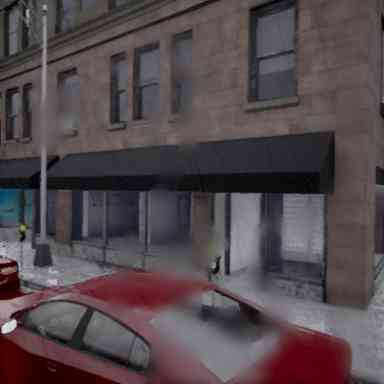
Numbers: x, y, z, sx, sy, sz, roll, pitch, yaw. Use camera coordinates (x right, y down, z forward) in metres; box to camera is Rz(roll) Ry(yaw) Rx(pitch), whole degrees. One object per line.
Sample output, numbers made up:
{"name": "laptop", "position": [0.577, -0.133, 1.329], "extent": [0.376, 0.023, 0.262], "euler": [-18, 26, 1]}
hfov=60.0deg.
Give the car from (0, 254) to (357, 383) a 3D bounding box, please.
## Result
{"name": "car", "position": [-0.746, 1.545, 3.481], "extent": [4.507, 1.381, 1.887], "euler": [0, 1, 35]}
